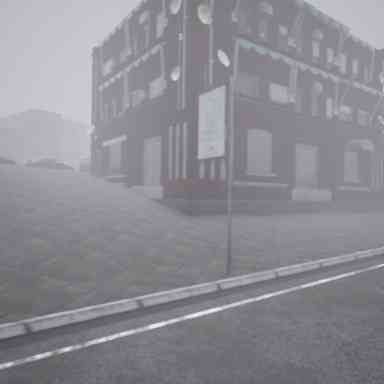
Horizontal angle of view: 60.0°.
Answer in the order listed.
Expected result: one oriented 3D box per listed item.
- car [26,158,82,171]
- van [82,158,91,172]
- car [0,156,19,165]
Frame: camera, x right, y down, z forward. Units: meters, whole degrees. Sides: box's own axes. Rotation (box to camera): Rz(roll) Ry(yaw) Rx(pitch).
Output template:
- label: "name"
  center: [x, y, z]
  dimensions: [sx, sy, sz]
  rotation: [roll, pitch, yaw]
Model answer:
- label: "car"
  center: [-13.558, -2.499, 32.162]
  dimensions: [2.002, 1.452, 4.674]
  rotation: [0, -2, 40]
- label: "van"
  center: [-9.973, -2.533, 36.565]
  dimensions: [1.878, 1.987, 4.442]
  rotation: [0, -2, 39]
- label: "car"
  center: [-17.118, -2.703, 27.919]
  dimensions: [2.002, 1.452, 4.674]
  rotation: [0, -2, 41]
